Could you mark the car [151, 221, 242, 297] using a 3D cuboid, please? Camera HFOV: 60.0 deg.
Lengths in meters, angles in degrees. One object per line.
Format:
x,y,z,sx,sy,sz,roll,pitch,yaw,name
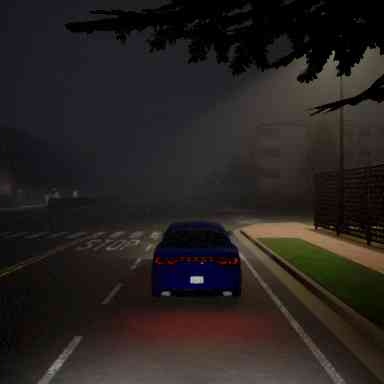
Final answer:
0.094,1.478,8.647,1.882,1.535,5.008,0,0,0,car
